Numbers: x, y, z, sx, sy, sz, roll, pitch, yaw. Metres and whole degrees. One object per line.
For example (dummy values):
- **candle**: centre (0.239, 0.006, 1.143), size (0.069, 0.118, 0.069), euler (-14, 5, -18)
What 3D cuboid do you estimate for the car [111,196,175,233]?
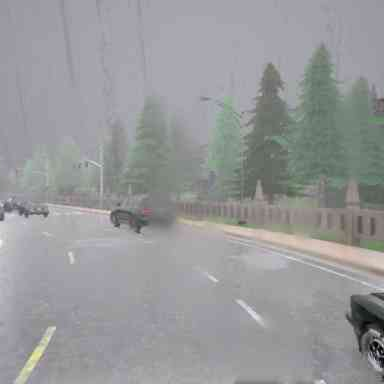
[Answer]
- **car**: centre (-3.055, 1.227, 19.888), size (2.150, 2.045, 5.566), euler (0, 0, -32)

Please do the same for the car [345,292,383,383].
- **car**: centre (3.195, 1.601, 2.516), size (1.895, 1.301, 4.718), euler (0, 0, -4)

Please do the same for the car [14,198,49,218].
- **car**: centre (-14.619, 1.553, 30.590), size (2.033, 1.411, 5.357), euler (0, 0, -36)

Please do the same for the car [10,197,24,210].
- **car**: centre (-20.289, 1.359, 38.414), size (2.097, 1.767, 4.553), euler (0, 0, -36)

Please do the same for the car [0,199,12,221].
- **car**: centre (-15.852, 1.498, 26.061), size (2.128, 1.511, 4.902), euler (0, 0, -35)
